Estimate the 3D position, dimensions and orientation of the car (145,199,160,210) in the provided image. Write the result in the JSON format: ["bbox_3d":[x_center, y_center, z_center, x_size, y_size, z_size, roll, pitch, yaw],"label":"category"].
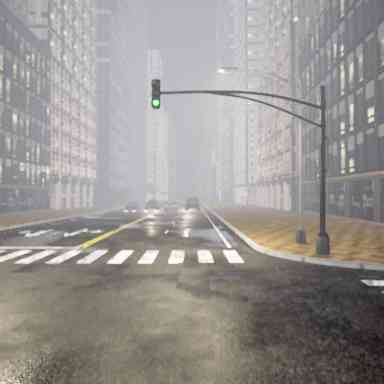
[{"bbox_3d":[-6.415,2.005,54.575,2.097,1.767,4.553,0,-1,0],"label":"car"}]

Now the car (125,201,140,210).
[{"bbox_3d":[-9.665,2.200,54.547,2.033,1.411,5.357,0,-1,0],"label":"car"}]

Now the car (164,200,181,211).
[{"bbox_3d":[-3.172,2.198,50.398,1.895,1.301,4.718,0,-1,0],"label":"car"}]

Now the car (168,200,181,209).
[{"bbox_3d":[-3.156,2.225,60.370,2.128,1.511,4.902,0,-1,0],"label":"car"}]

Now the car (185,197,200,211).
[{"bbox_3d":[0.079,1.819,50.398,2.150,2.045,5.566,0,-1,0],"label":"car"}]
